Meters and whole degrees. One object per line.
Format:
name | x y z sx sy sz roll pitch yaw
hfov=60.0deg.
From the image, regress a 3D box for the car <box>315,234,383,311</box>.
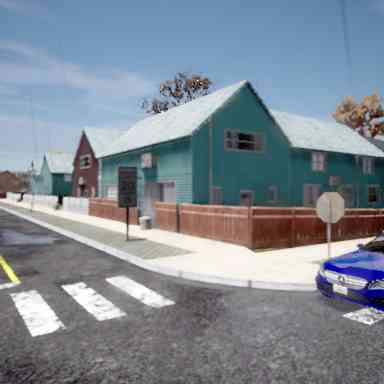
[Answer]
car | 4.881 1.613 7.329 4.674 1.442 1.812 1 -1 -27
